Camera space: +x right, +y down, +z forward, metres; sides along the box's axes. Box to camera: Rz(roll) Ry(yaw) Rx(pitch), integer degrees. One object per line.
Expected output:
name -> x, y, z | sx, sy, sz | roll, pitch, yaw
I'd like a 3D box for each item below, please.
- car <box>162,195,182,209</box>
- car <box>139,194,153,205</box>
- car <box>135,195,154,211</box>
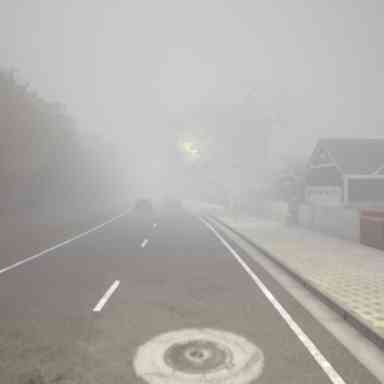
car -> -2.292, 1.339, 40.803 | 2.033, 1.411, 5.357 | 0, 1, -6
car -> -7.323, 1.193, 52.733 | 2.128, 1.511, 4.902 | 0, 1, -8
car -> -5.377, 1.334, 37.271 | 1.837, 1.490, 4.892 | 0, 0, -6
